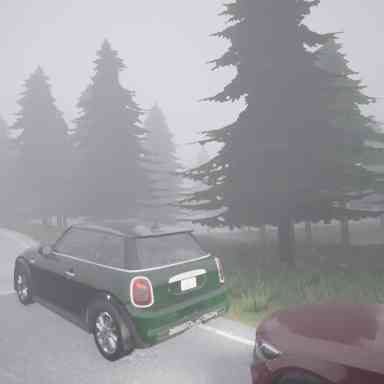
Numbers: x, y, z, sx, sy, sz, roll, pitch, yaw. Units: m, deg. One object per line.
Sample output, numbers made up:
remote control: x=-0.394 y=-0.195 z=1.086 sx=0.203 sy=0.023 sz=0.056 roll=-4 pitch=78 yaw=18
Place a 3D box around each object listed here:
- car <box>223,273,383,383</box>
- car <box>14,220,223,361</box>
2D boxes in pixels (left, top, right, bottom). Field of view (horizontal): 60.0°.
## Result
car: x=2.751 y=1.531 z=2.594 sx=4.674 sy=1.442 sz=1.812 roll=1 pitch=0 yaw=36
car: x=-1.577 y=1.308 z=6.216 sx=4.553 sy=1.767 sz=2.097 roll=1 pitch=1 yaw=44
